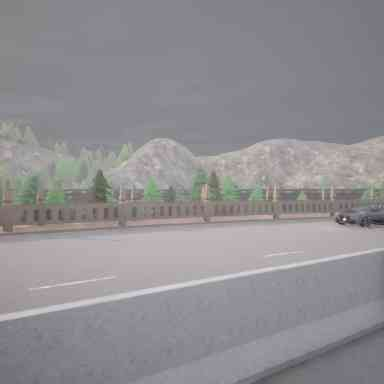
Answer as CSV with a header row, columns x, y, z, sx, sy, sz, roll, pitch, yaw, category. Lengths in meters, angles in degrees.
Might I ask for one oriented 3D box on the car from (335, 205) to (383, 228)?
x,y,z,sx,sy,sz,roll,pitch,yaw,category
11.570,1.567,21.991,4.181,1.385,1.994,0,0,-23,car
